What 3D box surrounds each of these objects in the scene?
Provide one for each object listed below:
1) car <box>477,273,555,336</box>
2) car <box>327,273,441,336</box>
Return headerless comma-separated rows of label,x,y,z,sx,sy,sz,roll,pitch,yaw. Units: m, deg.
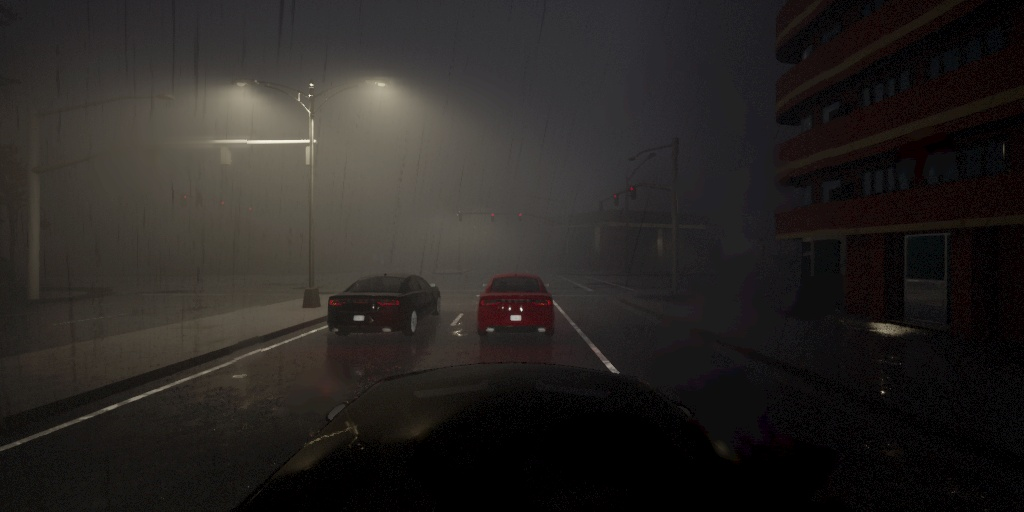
car,0.113,1.228,10.460,1.882,1.535,5.008,0,0,1
car,-3.392,1.228,10.447,1.882,1.535,5.008,0,0,0
